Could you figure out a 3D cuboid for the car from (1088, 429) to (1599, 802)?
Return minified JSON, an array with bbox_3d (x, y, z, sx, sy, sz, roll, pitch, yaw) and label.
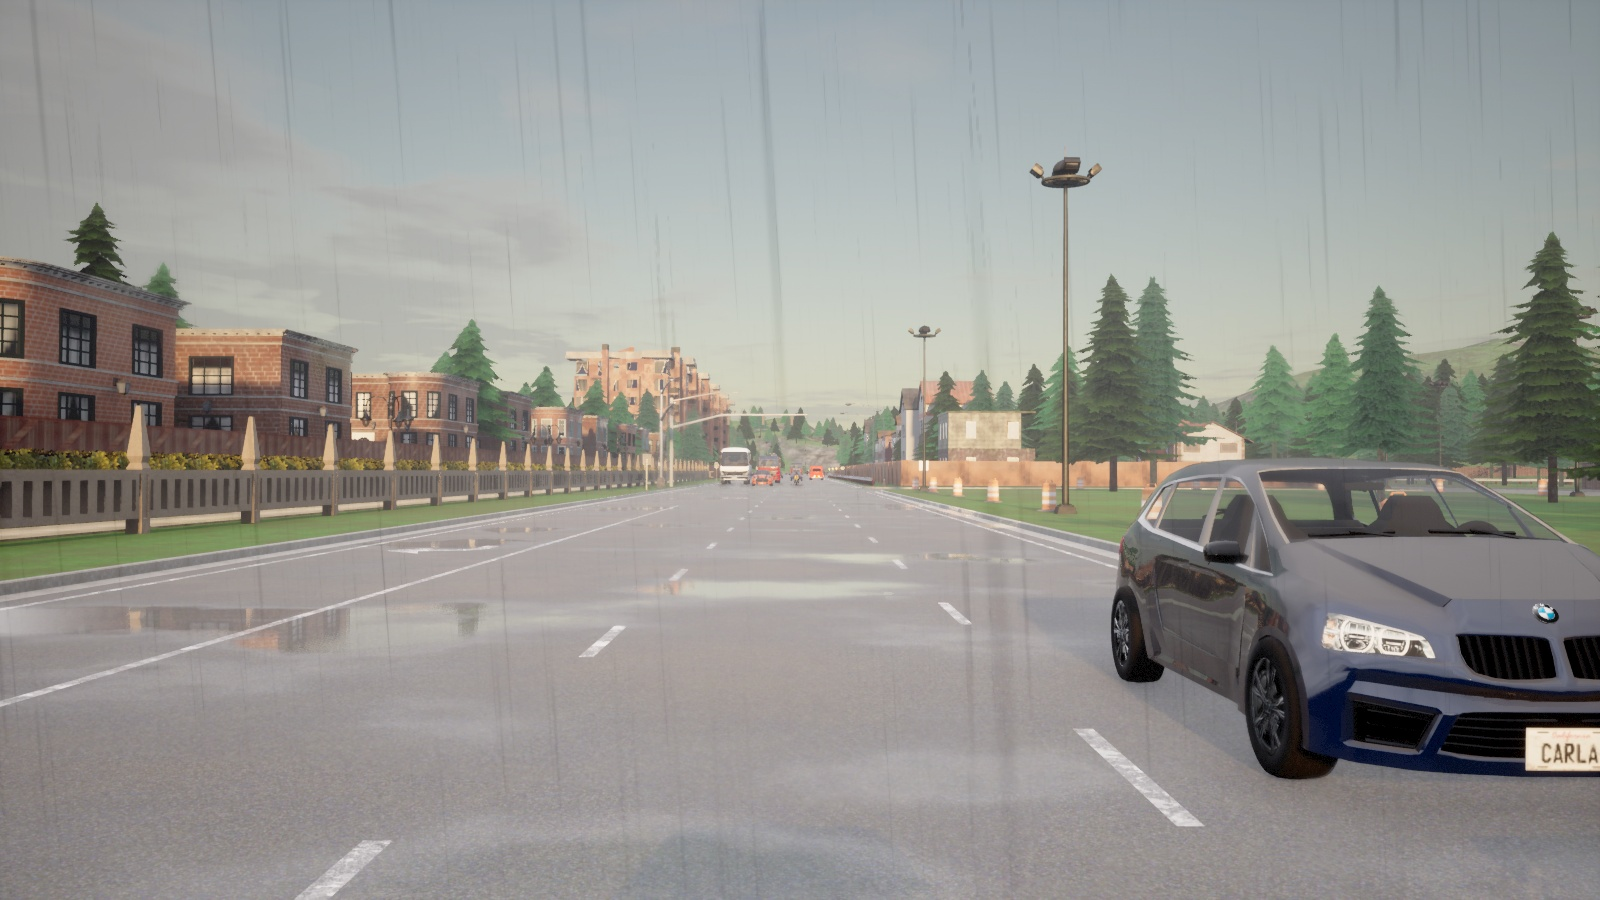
[{"bbox_3d":[3.480,0.778,7.948,2.242,1.667,4.611,0,-1,0],"label":"car"}]
